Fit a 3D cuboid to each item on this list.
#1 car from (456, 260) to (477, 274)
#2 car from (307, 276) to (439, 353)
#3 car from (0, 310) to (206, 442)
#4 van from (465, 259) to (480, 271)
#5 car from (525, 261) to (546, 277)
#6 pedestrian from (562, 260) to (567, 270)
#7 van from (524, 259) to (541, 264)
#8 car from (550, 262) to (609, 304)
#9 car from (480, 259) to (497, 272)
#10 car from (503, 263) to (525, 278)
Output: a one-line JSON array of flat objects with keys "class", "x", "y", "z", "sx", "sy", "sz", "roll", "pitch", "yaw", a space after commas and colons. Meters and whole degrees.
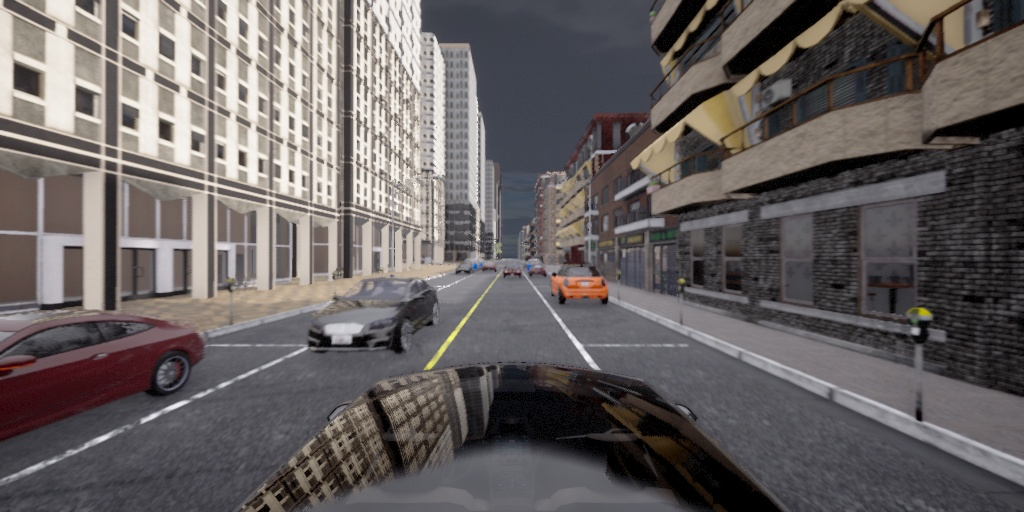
[{"class": "car", "x": -5.699, "y": 1.501, "z": 43.558, "sx": 1.948, "sy": 1.339, "sz": 4.313, "roll": 0, "pitch": 0, "yaw": 0}, {"class": "car", "x": -3.102, "y": 1.272, "z": 8.986, "sx": 2.128, "sy": 1.511, "sz": 4.902, "roll": 0, "pitch": 0, "yaw": 0}, {"class": "car", "x": -5.691, "y": 1.341, "z": 4.019, "sx": 1.802, "sy": 1.307, "sz": 4.207, "roll": 0, "pitch": 0, "yaw": 0}, {"class": "van", "x": -5.701, "y": 1.303, "z": 49.207, "sx": 1.690, "sy": 1.789, "sz": 3.998, "roll": 0, "pitch": 0, "yaw": 0}, {"class": "car", "x": 2.682, "y": 1.491, "z": 37.912, "sx": 1.802, "sy": 1.307, "sz": 4.207, "roll": 0, "pitch": 0, "yaw": 0}, {"class": "pedestrian", "x": 2.923, "y": 1.121, "z": 19.659, "sx": 0.375, "sy": 1.860, "sz": 0.375, "roll": 0, "pitch": 0, "yaw": -2}, {"class": "van", "x": 2.681, "y": 1.276, "z": 43.560, "sx": 1.690, "sy": 1.789, "sz": 3.998, "roll": 0, "pitch": 0, "yaw": 0}, {"class": "car", "x": 2.996, "y": 1.166, "z": 16.856, "sx": 2.097, "sy": 1.767, "sz": 4.553, "roll": 0, "pitch": 0, "yaw": 0}, {"class": "car", "x": -3.089, "y": 1.442, "z": 49.652, "sx": 1.882, "sy": 1.535, "sz": 5.008, "roll": 0, "pitch": 0, "yaw": 0}, {"class": "car", "x": 0.037, "y": 1.503, "z": 36.354, "sx": 1.895, "sy": 1.301, "sz": 4.718, "roll": 0, "pitch": 0, "yaw": 0}]
